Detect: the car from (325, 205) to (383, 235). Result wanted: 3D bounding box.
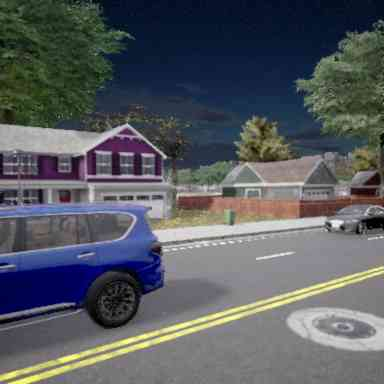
[{"bbox_3d":[9.353,1.463,18.491,4.902,1.511,2.128,0,0,-36],"label":"car"}]

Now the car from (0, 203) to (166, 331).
[{"bbox_3d":[-3.098,1.239,5.468,5.566,2.045,2.150,0,0,-36],"label":"car"}]
